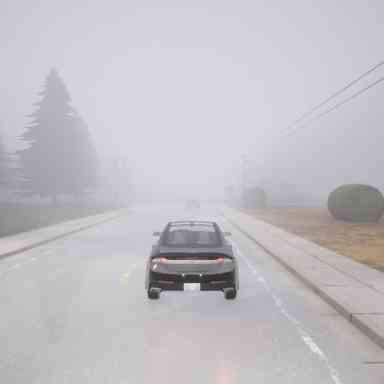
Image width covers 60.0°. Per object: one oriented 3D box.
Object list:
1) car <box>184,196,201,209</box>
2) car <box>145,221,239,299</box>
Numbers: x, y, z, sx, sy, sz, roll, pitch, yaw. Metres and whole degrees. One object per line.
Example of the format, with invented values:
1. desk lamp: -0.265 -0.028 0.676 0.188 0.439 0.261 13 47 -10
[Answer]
1. car: 0.079 1.344 42.227 1.837 1.490 4.892 0 0 0
2. car: 0.002 1.466 8.348 2.128 1.511 4.902 0 0 0
